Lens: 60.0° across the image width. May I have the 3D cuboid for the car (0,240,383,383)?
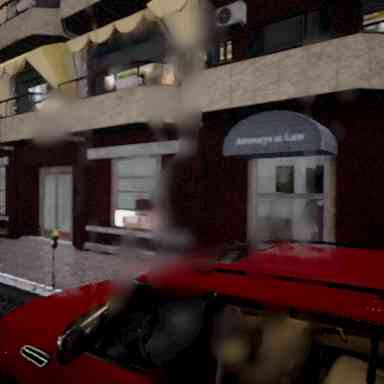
[{"bbox_3d":[0.464,1.315,2.376,5.009,1.841,2.192,0,1,36],"label":"car"}]
